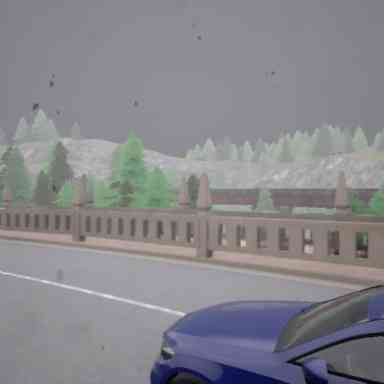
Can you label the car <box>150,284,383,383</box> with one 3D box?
[{"bbox_3d":[1.791,1.522,2.645,4.674,1.442,1.812,0,0,35],"label":"car"}]
